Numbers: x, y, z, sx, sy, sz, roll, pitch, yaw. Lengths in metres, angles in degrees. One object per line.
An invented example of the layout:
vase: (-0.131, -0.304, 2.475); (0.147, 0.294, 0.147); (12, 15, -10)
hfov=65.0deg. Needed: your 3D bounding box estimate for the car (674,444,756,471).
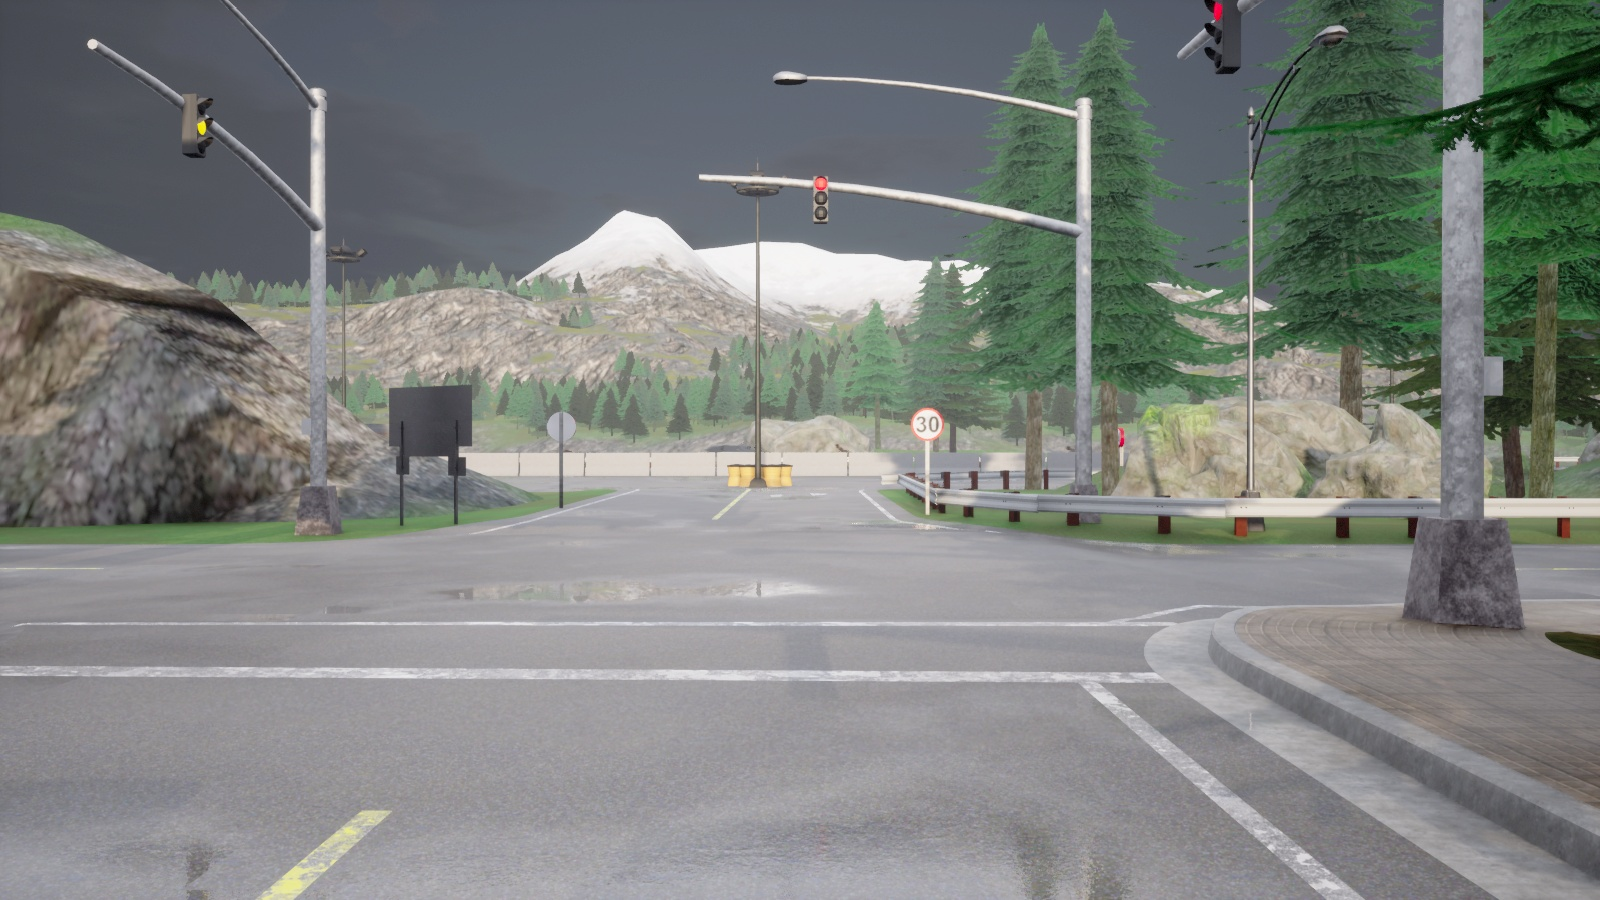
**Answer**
car: (-5.169, 0.435, 76.718); (4.856, 1.649, 2.033); (0, 0, 0)
